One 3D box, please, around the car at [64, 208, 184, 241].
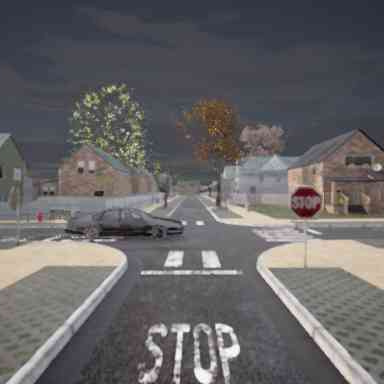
[{"bbox_3d":[-3.066,1.452,15.509,5.357,1.411,2.033,0,0,1],"label":"car"}]
